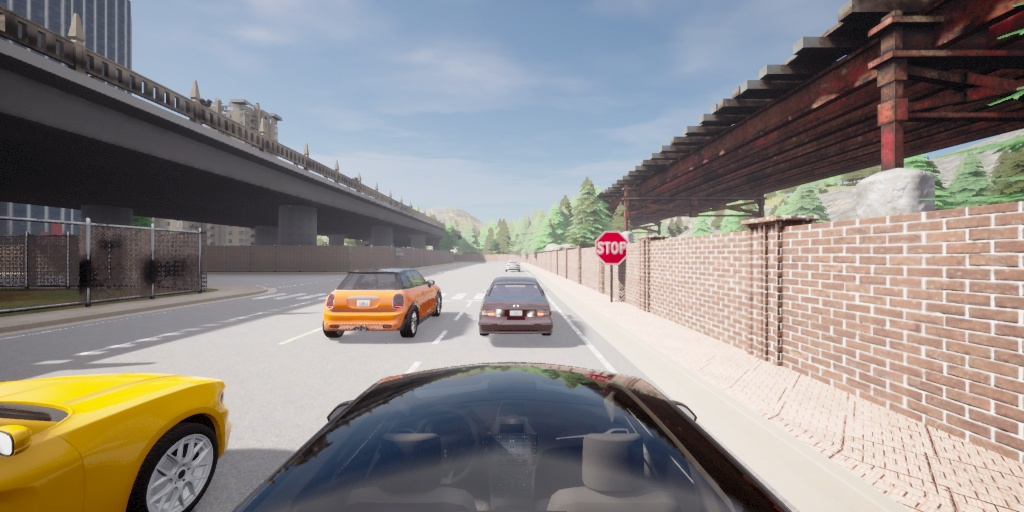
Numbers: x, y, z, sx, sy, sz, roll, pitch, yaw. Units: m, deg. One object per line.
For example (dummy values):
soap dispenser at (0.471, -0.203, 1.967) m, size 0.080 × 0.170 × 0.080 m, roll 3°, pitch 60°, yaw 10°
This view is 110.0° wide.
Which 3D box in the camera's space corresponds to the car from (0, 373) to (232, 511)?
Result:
car at (-3.397, 1.228, 1.092) m, size 1.882 × 1.535 × 5.008 m, roll 0°, pitch 0°, yaw 0°

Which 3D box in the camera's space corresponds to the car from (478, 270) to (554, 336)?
car at (0.088, 1.297, 10.369) m, size 2.033 × 1.411 × 5.357 m, roll 0°, pitch 0°, yaw 0°

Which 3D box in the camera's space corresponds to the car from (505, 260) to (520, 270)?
car at (0.113, 1.276, 46.246) m, size 1.812 × 1.442 × 4.674 m, roll 0°, pitch 0°, yaw -1°

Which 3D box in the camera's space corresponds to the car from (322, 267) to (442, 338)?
car at (-3.413, 1.102, 10.350) m, size 2.097 × 1.767 × 4.553 m, roll 0°, pitch 0°, yaw 0°
